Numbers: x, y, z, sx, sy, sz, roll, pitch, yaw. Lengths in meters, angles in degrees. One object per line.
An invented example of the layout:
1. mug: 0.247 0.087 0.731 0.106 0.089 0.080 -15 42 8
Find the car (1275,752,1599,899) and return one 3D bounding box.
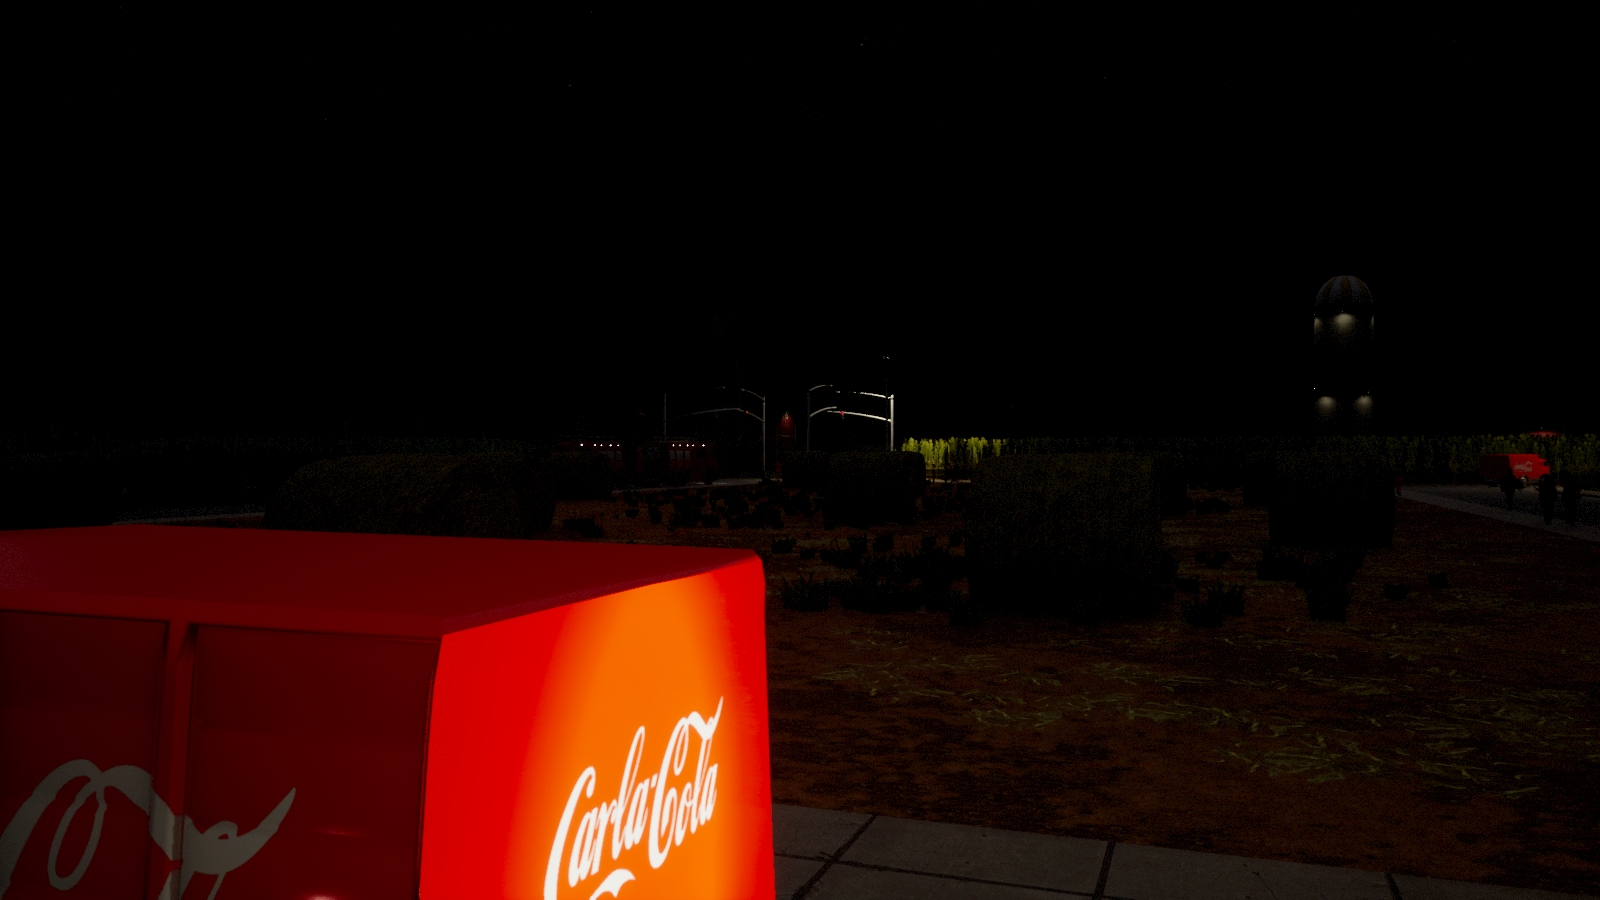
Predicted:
1. car: 3.388 1.905 2.099 4.553 1.767 2.097 0 0 20

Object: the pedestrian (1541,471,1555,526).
1. pedestrian: 25.646 1.665 39.185 0.375 1.860 0.375 0 0 29

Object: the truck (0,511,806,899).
1. truck: -2.867 1.571 4.346 5.204 2.467 2.627 0 0 20

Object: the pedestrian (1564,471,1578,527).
1. pedestrian: 26.247 1.664 38.892 0.375 1.860 0.375 0 0 28
